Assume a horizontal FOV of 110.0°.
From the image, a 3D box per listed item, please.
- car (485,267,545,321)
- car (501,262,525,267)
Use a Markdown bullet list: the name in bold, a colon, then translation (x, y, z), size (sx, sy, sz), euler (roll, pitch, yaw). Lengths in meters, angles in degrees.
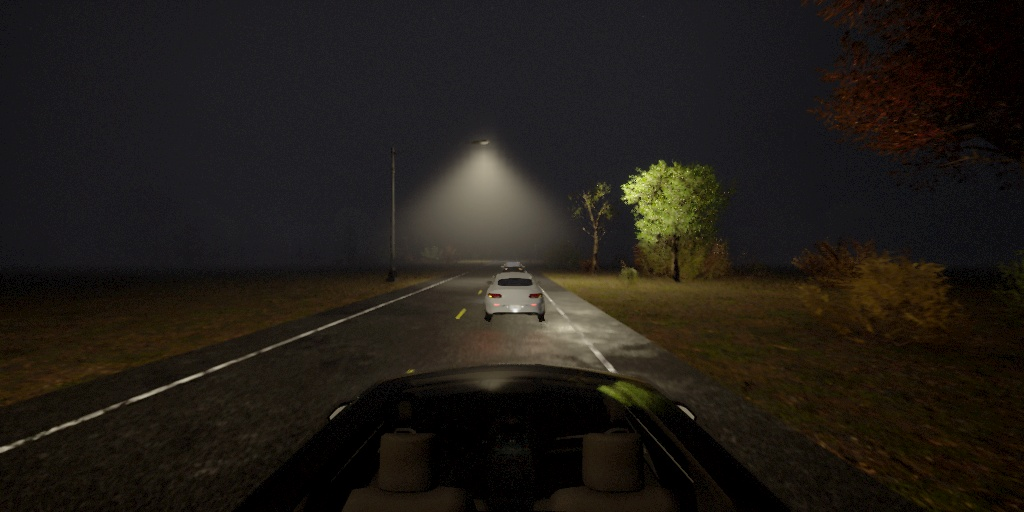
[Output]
- **car**: translation (0.095, 1.274, 12.345), size (1.812, 1.442, 4.674), euler (0, 0, 0)
- **car**: translation (0.087, 1.231, 30.103), size (2.128, 1.511, 4.902), euler (0, 0, 0)
